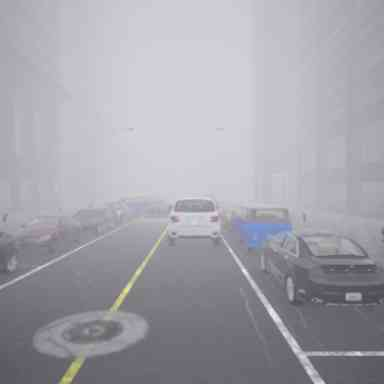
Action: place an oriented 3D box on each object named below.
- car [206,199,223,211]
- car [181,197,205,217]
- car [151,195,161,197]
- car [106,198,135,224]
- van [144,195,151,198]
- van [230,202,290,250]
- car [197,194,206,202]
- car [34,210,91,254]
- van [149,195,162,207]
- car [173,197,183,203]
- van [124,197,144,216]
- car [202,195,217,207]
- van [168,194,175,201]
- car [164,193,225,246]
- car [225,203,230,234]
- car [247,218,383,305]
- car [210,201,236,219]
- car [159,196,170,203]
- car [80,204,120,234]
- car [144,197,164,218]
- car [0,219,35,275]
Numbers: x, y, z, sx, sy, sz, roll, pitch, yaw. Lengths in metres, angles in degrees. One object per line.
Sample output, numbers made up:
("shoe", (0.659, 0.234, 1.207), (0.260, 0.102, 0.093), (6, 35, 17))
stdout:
("car", (2.753, 1.590, 41.681), (1.887, 1.381, 4.507), (0, 0, 0))
("car", (0.091, 1.383, 31.851), (2.097, 1.767, 4.553), (0, 0, 0))
("car", (-5.773, 1.369, 47.301), (2.192, 1.841, 5.009), (0, 0, 0))
("car", (-5.769, 1.462, 24.756), (1.967, 1.590, 4.097), (0, 0, 0))
("van", (-5.771, 1.378, 36.029), (1.690, 1.788, 3.998), (0, 0, 0))
("van", (2.758, 1.351, 13.500), (1.690, 1.788, 3.998), (0, 0, 0))
("car", (2.373, 1.476, 82.420), (2.097, 1.767, 4.553), (0, 0, 0))
("car", (-5.767, 1.592, 13.483), (1.802, 1.307, 4.206), (0, 0, 0))
("van", (-5.774, 1.405, 52.938), (1.690, 1.788, 3.998), (0, 0, 0))
("car", (-3.012, 1.654, 71.568), (1.895, 1.301, 4.718), (0, 0, 0))
("van", (-5.770, 1.370, 30.392), (1.690, 1.788, 3.998), (0, 0, 0))
("car", (2.750, 1.378, 52.954), (2.192, 1.841, 5.009), (0, 0, 0))
("van", (-5.782, 1.488, 92.395), (1.690, 1.788, 3.998), (0, 0, 0))
("car", (0.085, 1.233, 15.586), (2.150, 2.045, 5.566), (0, 0, 0))
("car", (2.757, 1.566, 19.137), (2.008, 1.369, 4.403), (0, 0, 0))
("car", (2.759, 1.556, 7.864), (2.008, 1.369, 4.403), (0, 0, 0))
("car", (2.755, 1.580, 30.409), (2.008, 1.369, 4.403), (0, 0, 0))
("car", (-5.777, 1.641, 69.848), (1.887, 1.381, 4.507), (0, 0, 0))
("car", (-5.768, 1.582, 19.119), (1.947, 1.339, 4.313), (0, 0, 0))
("car", (-3.104, 1.508, 31.268), (1.882, 1.535, 5.008), (0, 0, 0))
("car", (-5.766, 1.571, 7.845), (1.947, 1.339, 4.313), (0, 0, 0))
